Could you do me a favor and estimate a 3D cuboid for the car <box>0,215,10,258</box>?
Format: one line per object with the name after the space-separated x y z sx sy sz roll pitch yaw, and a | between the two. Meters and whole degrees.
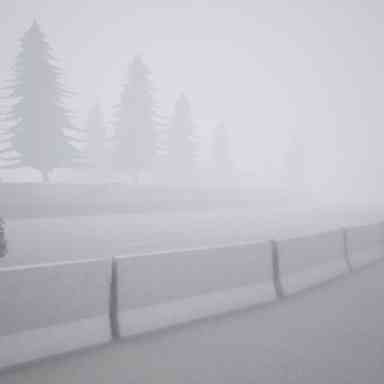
-7.140 1.004 7.240 5.566 2.045 2.150 0 1 -37 | car
